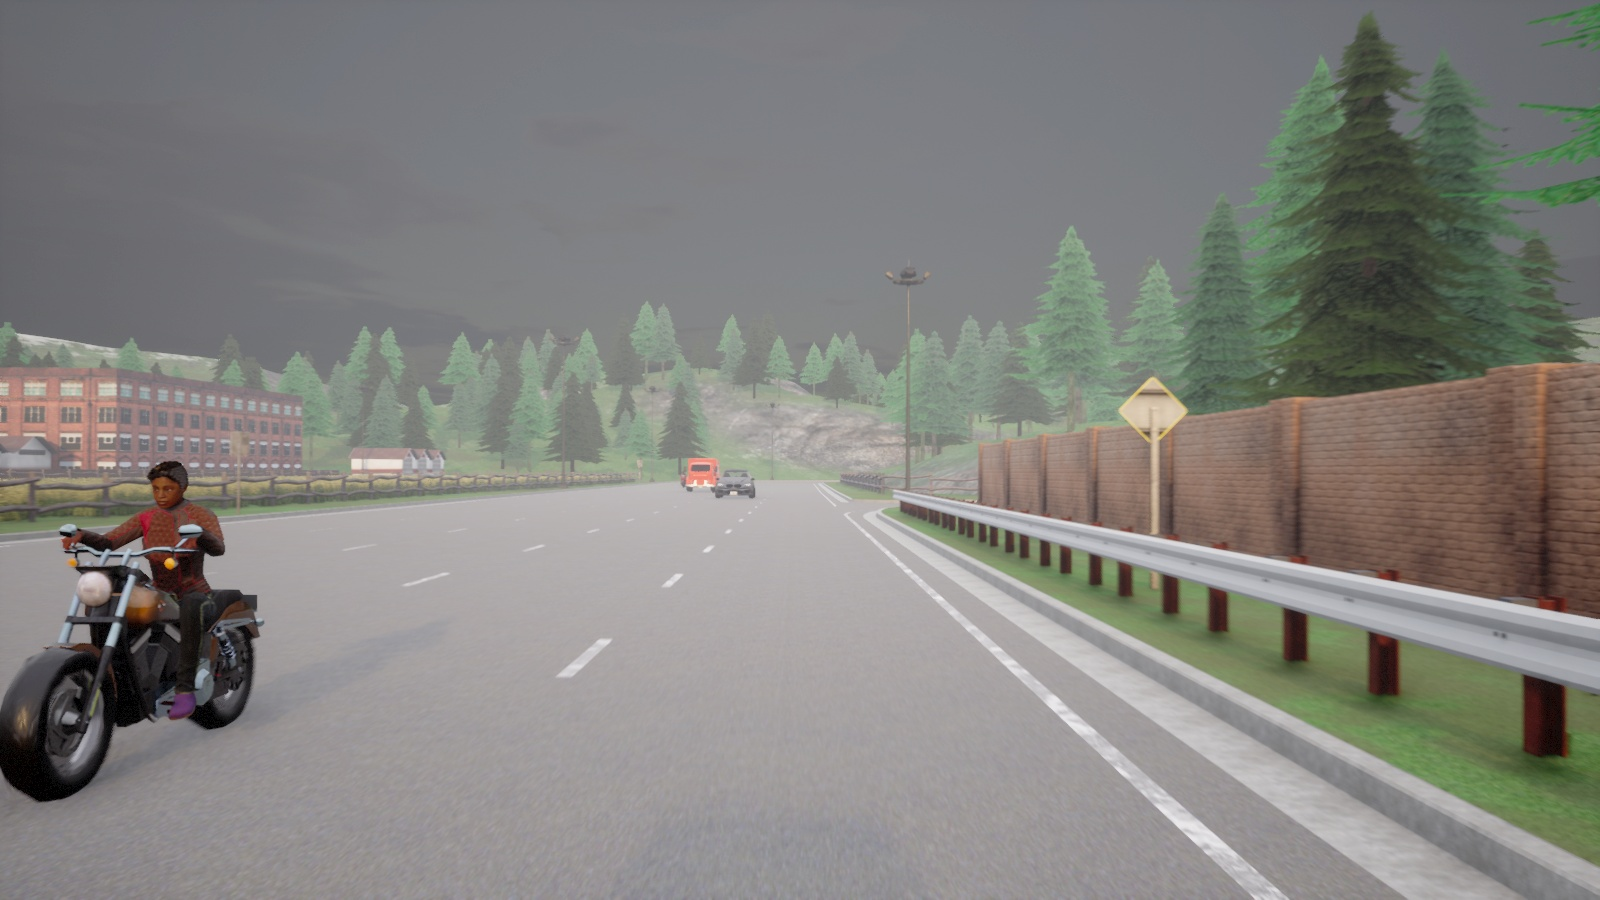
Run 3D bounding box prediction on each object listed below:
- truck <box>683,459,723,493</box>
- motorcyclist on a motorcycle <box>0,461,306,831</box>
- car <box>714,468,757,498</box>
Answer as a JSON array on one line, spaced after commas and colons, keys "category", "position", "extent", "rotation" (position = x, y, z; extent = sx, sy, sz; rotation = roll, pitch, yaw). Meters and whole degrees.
[{"category": "truck", "position": [-7.215, 1.936, 93.882], "extent": [2.627, 2.467, 5.204], "rotation": [0, -1, 0]}, {"category": "motorcyclist on a motorcycle", "position": [-3.517, 0.894, 6.795], "extent": [0.766, 1.649, 2.350], "rotation": [0, -1, 0]}, {"category": "car", "position": [-3.677, 1.893, 72.472], "extent": [2.242, 1.667, 4.611], "rotation": [0, -1, 0]}]
